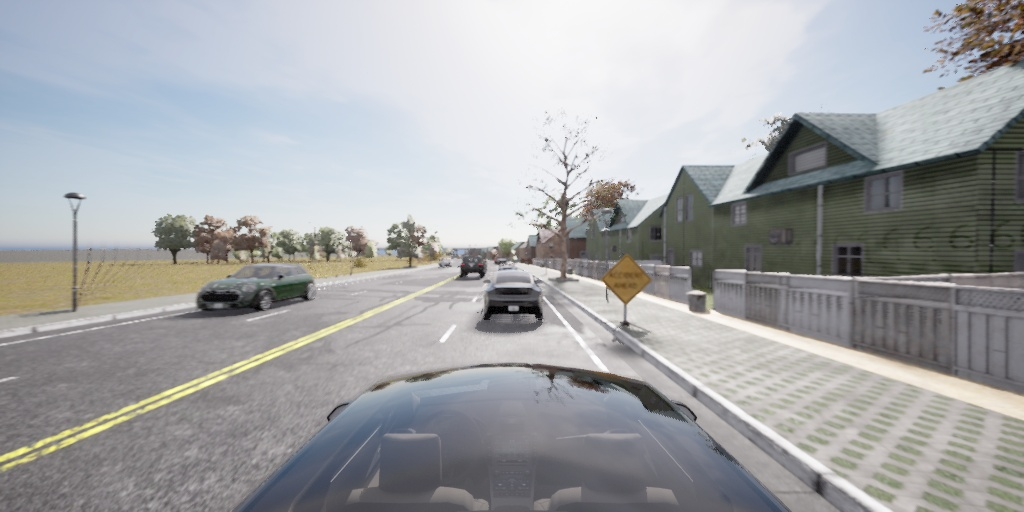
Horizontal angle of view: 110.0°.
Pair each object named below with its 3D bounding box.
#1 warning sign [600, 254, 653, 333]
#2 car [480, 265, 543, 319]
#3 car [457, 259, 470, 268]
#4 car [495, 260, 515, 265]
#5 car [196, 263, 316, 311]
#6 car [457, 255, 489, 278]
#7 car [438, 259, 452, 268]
[{"bbox_3d":[2.835,0.868,9.025,1.300,1.860,1.060,0,0,0],"label":"warning sign"},{"bbox_3d":[0.032,1.256,12.727,1.837,1.490,4.892,0,0,0],"label":"car"},{"bbox_3d":[-8.447,1.317,62.882,1.812,1.442,4.674,0,0,-3],"label":"car"},{"bbox_3d":[-0.500,1.363,36.293,1.895,1.301,4.718,0,0,-2],"label":"car"},{"bbox_3d":[-9.923,1.093,14.331,2.097,1.767,4.553,0,0,-1],"label":"car"},{"bbox_3d":[-3.659,0.976,34.197,2.150,2.045,5.566,0,-1,-2],"label":"car"},{"bbox_3d":[-11.689,1.286,62.637,2.128,1.511,4.902,0,0,-3],"label":"car"}]
